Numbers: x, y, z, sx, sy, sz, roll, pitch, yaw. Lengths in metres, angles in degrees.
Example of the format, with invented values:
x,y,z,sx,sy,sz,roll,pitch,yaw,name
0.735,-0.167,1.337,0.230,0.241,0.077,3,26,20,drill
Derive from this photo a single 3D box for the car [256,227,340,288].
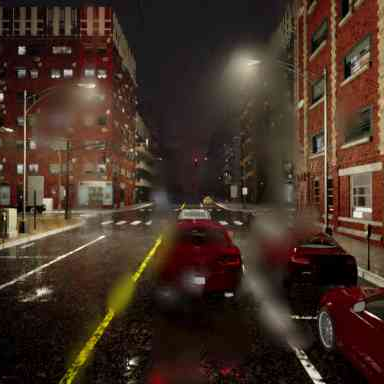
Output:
x,y,z,sx,sy,sz,roll,pitch,yaw,name
2.851,1.585,8.905,1.802,1.307,4.206,1,0,0,car

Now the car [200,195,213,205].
x,y,z,sx,sy,sz,roll,pitch,yaw,name
2.792,1.548,58.328,1.752,1.417,4.829,1,0,0,car

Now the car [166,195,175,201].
x,y,z,sx,sy,sz,roll,pitch,yaw,name
-5.544,1.589,86.472,2.008,1.369,4.403,1,0,0,car

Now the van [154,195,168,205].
x,y,z,sx,sy,sz,roll,pitch,yaw,name
-5.585,1.364,58.211,1.690,1.788,3.998,1,0,0,van

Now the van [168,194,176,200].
x,y,z,sx,sy,sz,roll,pitch,yaw,name
-5.532,1.383,92.124,1.690,1.788,3.998,1,0,0,van

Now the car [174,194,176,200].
x,y,z,sx,sy,sz,roll,pitch,yaw,name
-5.553,1.560,80.650,1.752,1.417,4.829,1,0,0,car

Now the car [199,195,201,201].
x,y,z,sx,sy,sz,roll,pitch,yaw,name
2.827,1.579,80.768,1.887,1.381,4.507,1,0,0,car

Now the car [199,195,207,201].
x,y,z,sx,sy,sz,roll,pitch,yaw,name
2.836,1.604,86.420,1.947,1.339,4.313,1,0,0,car

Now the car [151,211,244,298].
x,y,z,sx,sy,sz,roll,pitch,yaw,name
0.111,1.481,8.587,1.882,1.535,5.008,0,0,0,car

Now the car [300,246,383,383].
x,y,z,sx,sy,sz,roll,pitch,yaw,name
2.672,1.583,3.249,1.802,1.307,4.206,1,0,0,car

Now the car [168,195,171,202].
x,y,z,sx,sy,sz,roll,pitch,yaw,name
-5.580,1.607,63.863,1.802,1.307,4.206,1,0,0,car

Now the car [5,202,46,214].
x,y,z,sx,sy,sz,roll,pitch,yaw,name
-18.653,1.733,37.321,4.313,1.339,1.947,0,-1,0,car

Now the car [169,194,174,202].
x,y,z,sx,sy,sz,roll,pitch,yaw,name
-5.562,1.613,75.167,1.802,1.307,4.206,1,0,0,car
